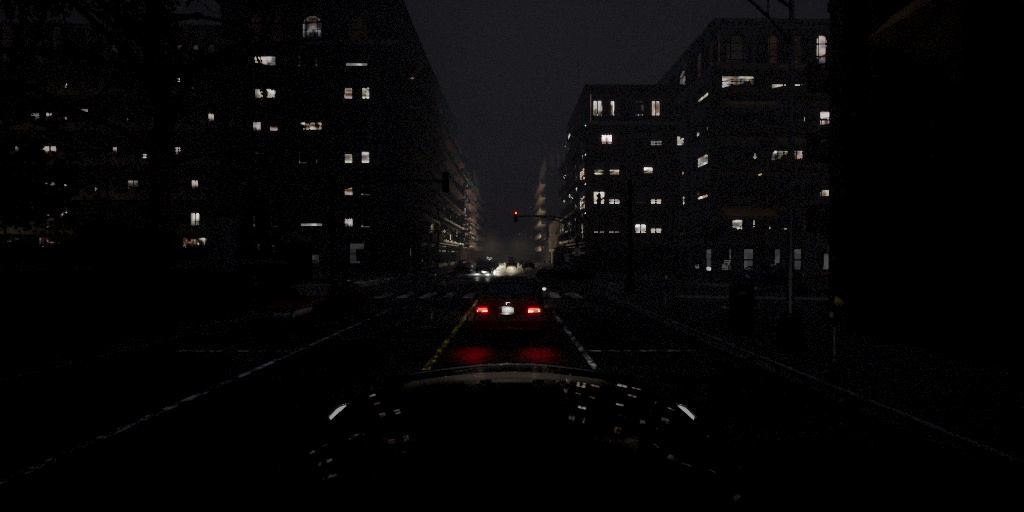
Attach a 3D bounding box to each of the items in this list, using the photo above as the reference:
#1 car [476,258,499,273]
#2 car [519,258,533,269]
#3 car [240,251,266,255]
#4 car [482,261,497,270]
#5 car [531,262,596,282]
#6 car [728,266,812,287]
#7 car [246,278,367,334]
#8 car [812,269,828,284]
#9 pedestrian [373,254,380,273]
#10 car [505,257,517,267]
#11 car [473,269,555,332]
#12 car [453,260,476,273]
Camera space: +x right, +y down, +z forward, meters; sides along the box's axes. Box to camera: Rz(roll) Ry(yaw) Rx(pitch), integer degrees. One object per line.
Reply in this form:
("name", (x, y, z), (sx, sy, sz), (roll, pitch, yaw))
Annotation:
("car", (-3.200, 1.296, 43.263), (2.033, 1.411, 5.357), (0, 0, 4))
("car", (2.525, 1.299, 54.284), (2.007, 1.370, 4.403), (0, 0, 0))
("car", (-17.611, 0.694, 25.146), (5.566, 2.045, 2.150), (1, 0, -1))
("car", (-3.242, 1.349, 53.213), (1.895, 1.301, 4.718), (0, 0, 0))
("car", (4.169, 1.378, 28.688), (4.718, 1.301, 1.895), (1, 0, -1))
("car", (20.716, 1.612, 28.934), (5.008, 1.535, 1.882), (1, 0, -1))
("car", (-5.715, 1.331, 10.574), (1.802, 1.307, 4.207), (0, 0, 0))
("car", (26.960, 1.813, 31.595), (4.207, 1.307, 1.802), (0, 0, -1))
("pedestrian", (-12.814, 0.652, 33.955), (0.375, 1.860, 0.375), (0, -1, -1))
("car", (-0.097, 1.275, 63.998), (1.812, 1.442, 4.674), (0, 0, 0))
("car", (0.050, 1.297, 10.789), (2.033, 1.411, 5.357), (0, 0, 3))
("car", (-5.819, 1.188, 42.985), (1.967, 1.591, 4.097), (0, 0, 0))
